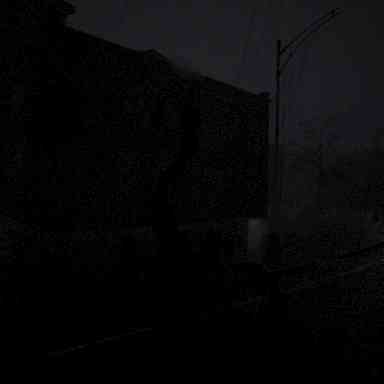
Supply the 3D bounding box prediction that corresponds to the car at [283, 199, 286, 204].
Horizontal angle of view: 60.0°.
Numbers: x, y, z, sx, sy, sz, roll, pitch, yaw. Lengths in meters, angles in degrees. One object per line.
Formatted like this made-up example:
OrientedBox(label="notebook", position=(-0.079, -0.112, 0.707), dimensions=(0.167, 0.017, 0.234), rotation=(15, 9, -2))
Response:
OrientedBox(label="car", position=(15.402, 1.549, 61.417), dimensions=(1.994, 1.385, 4.181), rotation=(2, 0, -30))
